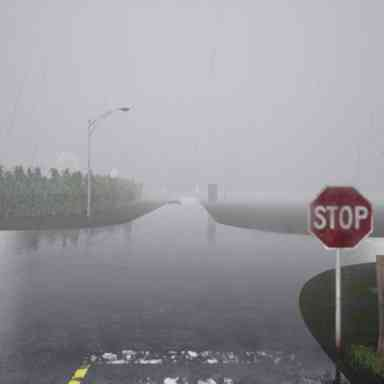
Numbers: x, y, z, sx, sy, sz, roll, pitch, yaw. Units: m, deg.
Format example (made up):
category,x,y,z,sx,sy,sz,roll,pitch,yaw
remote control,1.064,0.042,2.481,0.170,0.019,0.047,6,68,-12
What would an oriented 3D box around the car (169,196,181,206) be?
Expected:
category,x,y,z,sx,sy,sz,roll,pitch,yaw
car,-2.871,1.422,56.401,1.882,1.535,5.008,0,0,0
